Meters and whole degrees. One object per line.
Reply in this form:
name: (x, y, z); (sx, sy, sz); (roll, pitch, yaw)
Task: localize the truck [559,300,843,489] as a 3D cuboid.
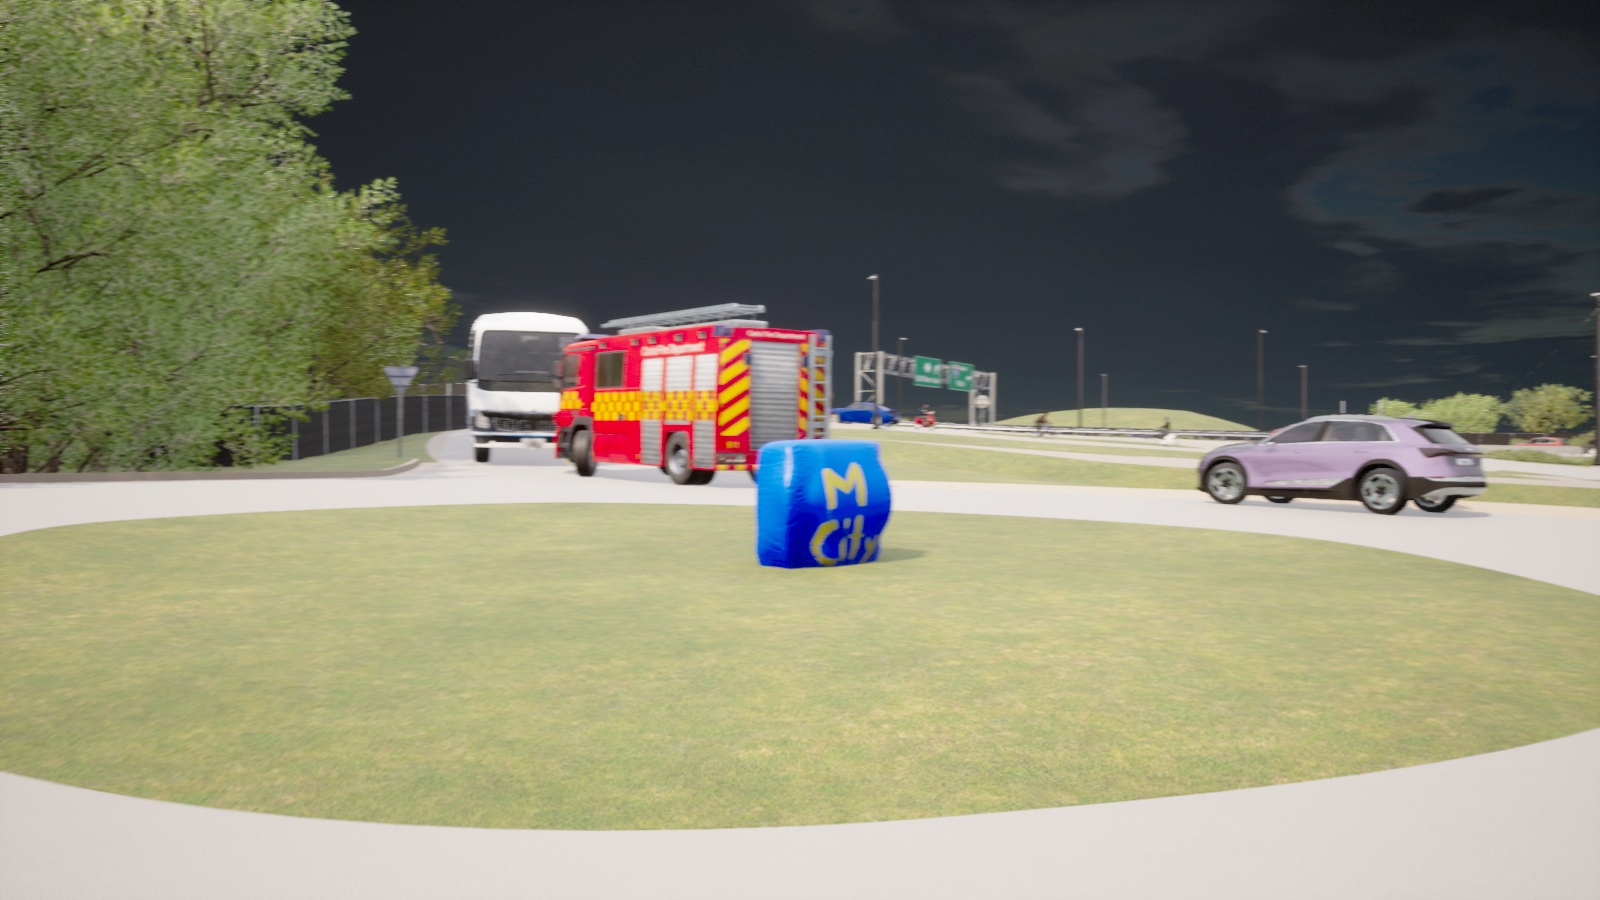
truck: (-2.662, -1.223, 29.698); (2.891, 3.827, 8.468); (1, 1, -33)

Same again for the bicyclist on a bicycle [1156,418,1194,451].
bicyclist on a bicycle: (21.322, -0.880, 71.392); (1.843, 1.776, 0.659); (5, 2, 31)

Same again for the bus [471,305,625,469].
bus: (-8.013, -2.081, 38.527); (3.944, 4.253, 10.273); (1, 5, -15)

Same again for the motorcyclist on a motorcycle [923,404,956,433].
motorcyclist on a motorcycle: (8.494, -1.923, 76.620); (0.866, 1.590, 1.817); (3, 2, -39)

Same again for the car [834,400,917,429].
car: (4.943, -2.332, 82.116); (5.008, 1.535, 1.882); (5, 2, 30)

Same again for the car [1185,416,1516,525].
car: (9.400, 0.287, 21.847); (2.033, 1.649, 4.856); (2, 0, -36)
